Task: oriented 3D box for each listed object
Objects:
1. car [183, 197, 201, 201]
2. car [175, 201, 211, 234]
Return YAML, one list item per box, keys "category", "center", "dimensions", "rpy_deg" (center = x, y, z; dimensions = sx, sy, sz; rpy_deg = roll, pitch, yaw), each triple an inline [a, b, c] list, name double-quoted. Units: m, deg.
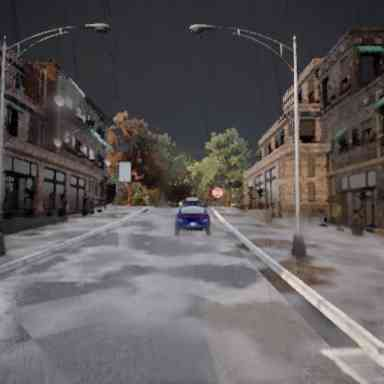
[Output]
- category: "car"
  center: [0.018, 1.231, 36.132]
  dimensions: [1.882, 1.535, 5.008]
  rpy_deg: [0, 1, 0]
- category: "car"
  center: [0.046, 1.471, 19.044]
  dimensions: [1.882, 1.535, 5.008]
  rpy_deg: [0, 0, 0]
